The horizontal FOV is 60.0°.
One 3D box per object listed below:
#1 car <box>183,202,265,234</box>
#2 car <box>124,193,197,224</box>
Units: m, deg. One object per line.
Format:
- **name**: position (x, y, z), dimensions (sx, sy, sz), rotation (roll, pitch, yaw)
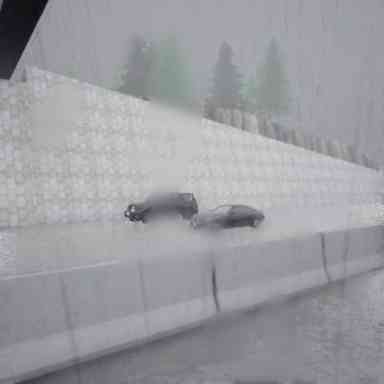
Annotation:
- **car**: position (2.067, 1.397, 18.380), dimensions (4.674, 1.442, 1.812), rotation (-1, 0, -36)
- **car**: position (-2.074, 1.076, 24.024), dimensions (5.566, 2.045, 2.150), rotation (-1, 0, -36)
